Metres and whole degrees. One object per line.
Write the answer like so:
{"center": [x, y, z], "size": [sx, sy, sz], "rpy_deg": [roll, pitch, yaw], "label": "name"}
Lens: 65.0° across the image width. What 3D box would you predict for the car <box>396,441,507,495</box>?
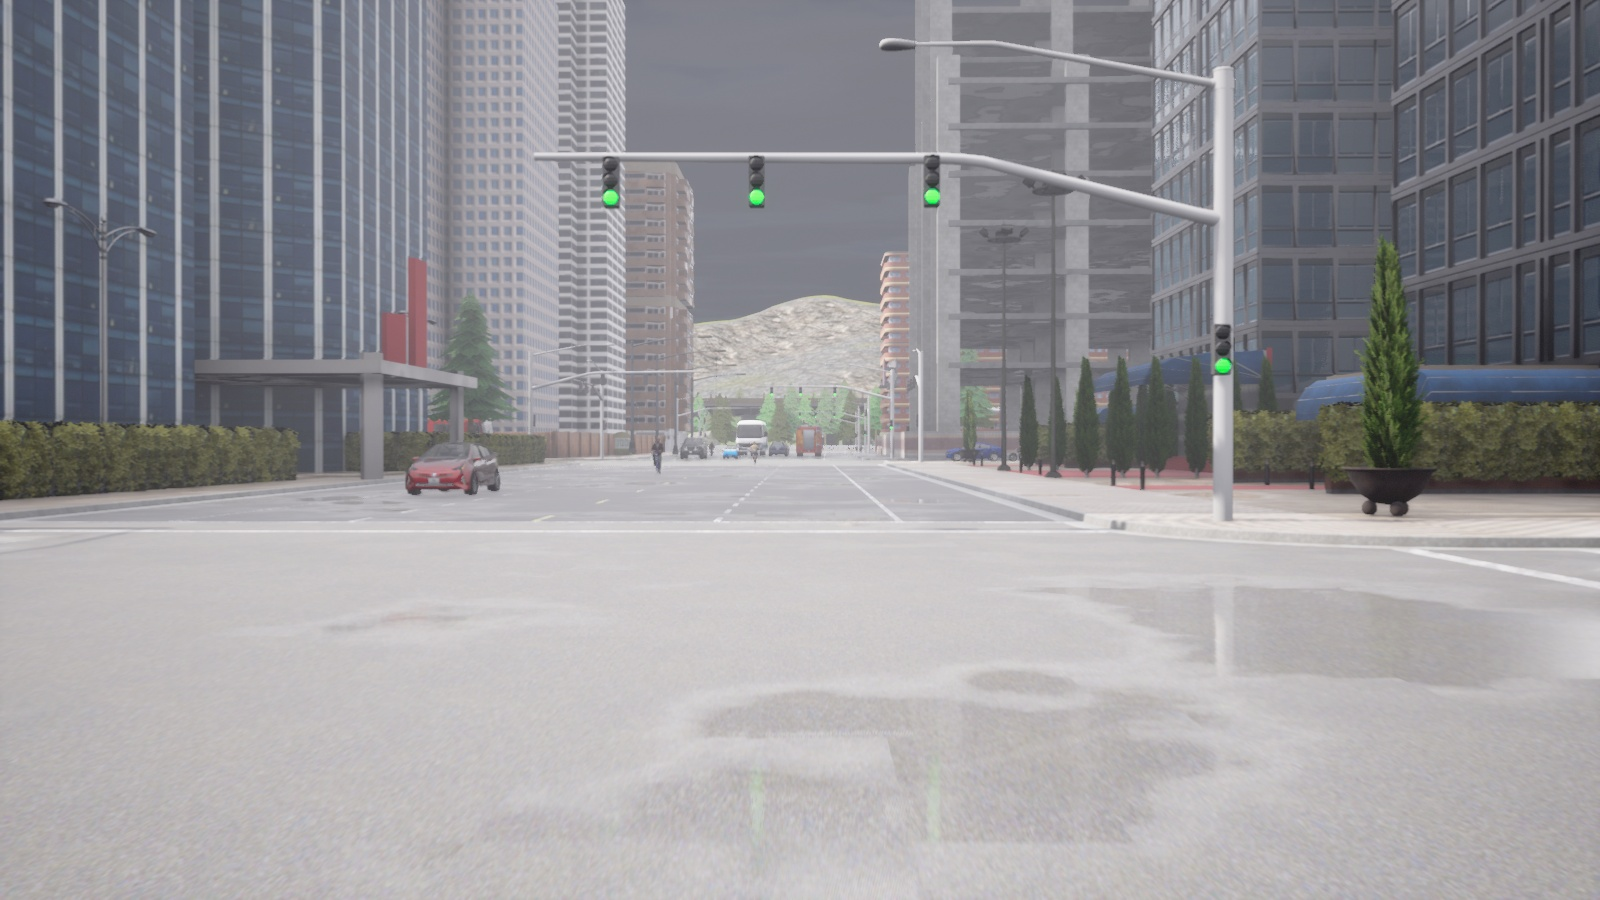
{"center": [-10.272, 0.486, 37.356], "size": [2.007, 1.525, 4.514], "rpy_deg": [0, 0, 0], "label": "car"}
